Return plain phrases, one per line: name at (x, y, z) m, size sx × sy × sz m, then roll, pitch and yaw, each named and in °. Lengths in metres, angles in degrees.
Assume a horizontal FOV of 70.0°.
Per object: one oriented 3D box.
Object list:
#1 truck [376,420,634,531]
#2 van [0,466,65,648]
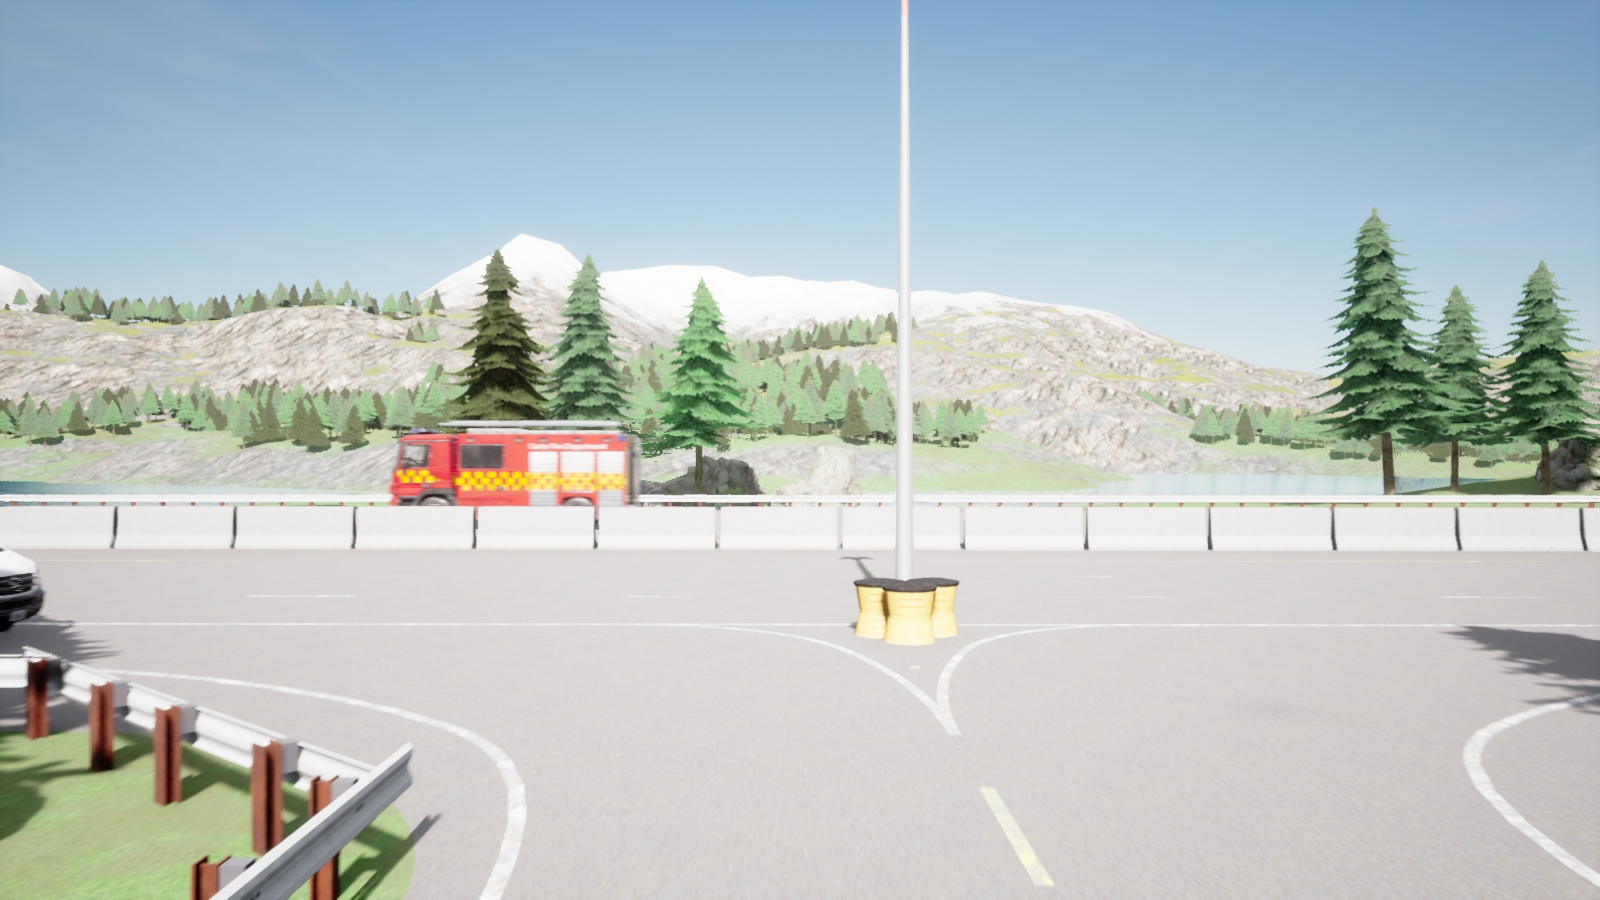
truck at (-10.398, 0.884, 40.907) m, size 8.468 × 3.827 × 2.891 m, roll 0°, pitch 0°, yaw 0°
van at (-14.324, 1.531, 16.686) m, size 5.915 × 2.561 × 1.988 m, roll 0°, pitch 0°, yaw 1°
